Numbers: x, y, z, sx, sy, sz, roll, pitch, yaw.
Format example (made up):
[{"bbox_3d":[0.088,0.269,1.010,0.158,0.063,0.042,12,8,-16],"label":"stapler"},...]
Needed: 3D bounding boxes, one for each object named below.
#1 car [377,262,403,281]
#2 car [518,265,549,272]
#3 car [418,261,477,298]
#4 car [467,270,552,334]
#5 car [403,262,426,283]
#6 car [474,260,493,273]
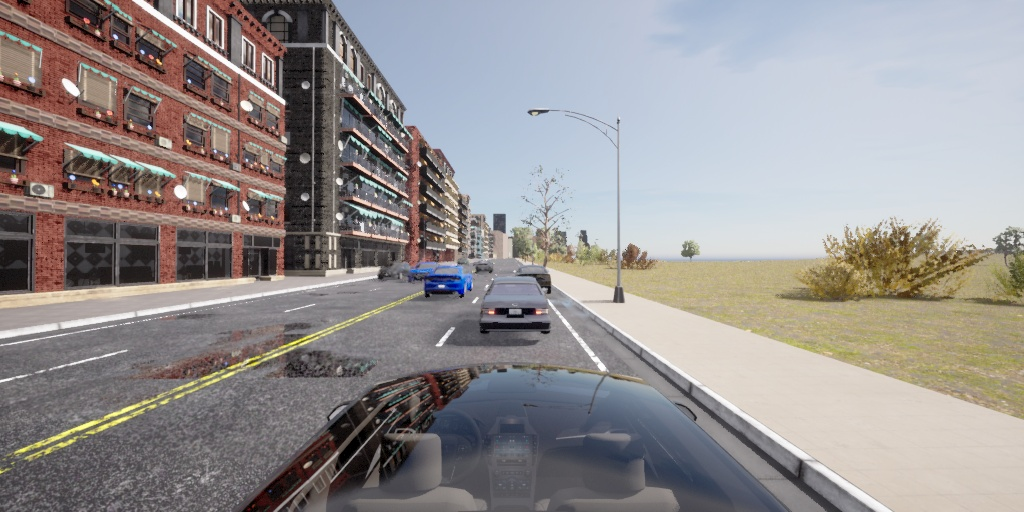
[{"bbox_3d":[-9.889,1.257,30.633,1.837,1.490,4.892,0,0,0],"label":"car"},{"bbox_3d":[1.112,1.230,20.371,1.882,1.535,5.008,0,0,0],"label":"car"},{"bbox_3d":[-3.173,1.229,18.605,1.882,1.535,5.008,0,0,0],"label":"car"},{"bbox_3d":[0.091,1.299,10.607,2.033,1.411,5.357,0,0,0],"label":"car"},{"bbox_3d":[-6.635,1.230,27.937,1.882,1.535,5.008,0,0,0],"label":"car"},{"bbox_3d":[-3.202,1.242,42.244,2.128,1.511,4.902,0,0,0],"label":"car"}]
